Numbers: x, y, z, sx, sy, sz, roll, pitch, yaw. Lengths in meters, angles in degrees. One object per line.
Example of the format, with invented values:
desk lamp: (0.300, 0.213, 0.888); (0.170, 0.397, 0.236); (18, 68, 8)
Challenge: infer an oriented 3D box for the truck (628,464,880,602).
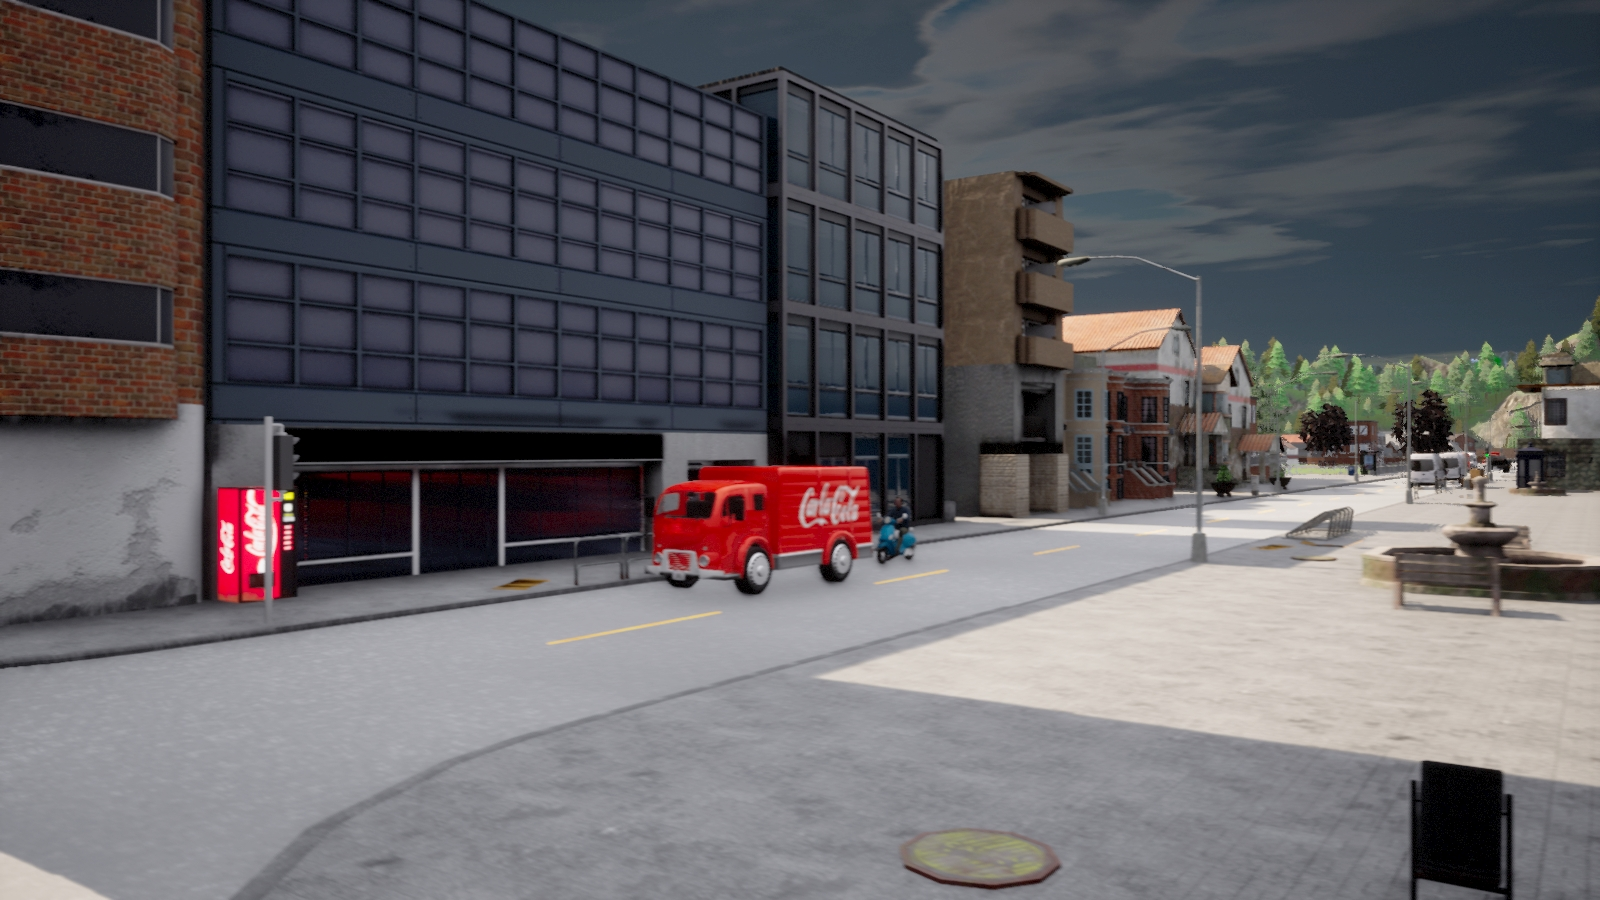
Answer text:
truck: (-0.811, 1.567, 23.940); (2.627, 2.467, 5.204); (0, 0, 35)

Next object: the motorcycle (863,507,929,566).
motorcycle: (2.423, 2.141, 28.563); (0.856, 1.316, 1.805); (0, 0, 35)
